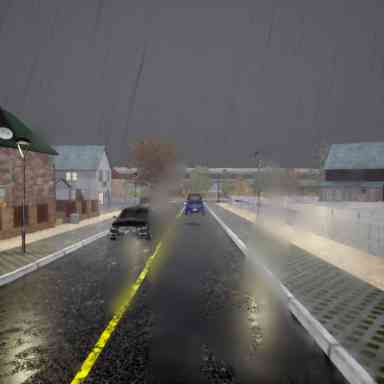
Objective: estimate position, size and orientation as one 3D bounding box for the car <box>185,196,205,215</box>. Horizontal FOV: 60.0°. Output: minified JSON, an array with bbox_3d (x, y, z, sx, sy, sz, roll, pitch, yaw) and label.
[{"bbox_3d":[0.290,1.469,33.462,1.882,1.535,5.008,0,0,1],"label":"car"}]

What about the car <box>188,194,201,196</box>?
[{"bbox_3d":[0.348,1.221,43.993,2.150,2.045,5.566,0,0,0],"label":"car"}]

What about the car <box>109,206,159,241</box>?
[{"bbox_3d":[-2.754,1.498,16.632,1.837,1.490,4.892,0,0,0],"label":"car"}]
